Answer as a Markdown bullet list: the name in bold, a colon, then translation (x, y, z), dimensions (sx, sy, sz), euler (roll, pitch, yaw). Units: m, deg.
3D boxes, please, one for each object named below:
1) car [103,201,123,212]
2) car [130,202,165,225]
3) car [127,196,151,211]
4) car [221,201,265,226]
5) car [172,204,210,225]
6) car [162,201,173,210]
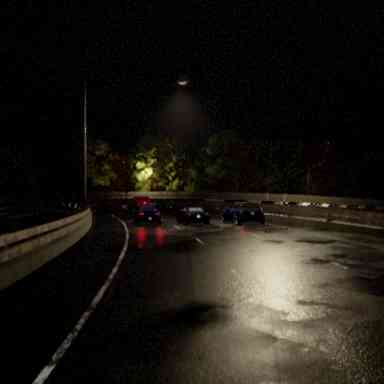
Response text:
- **car**: translation (-11.010, 1.925, 45.995), dimensions (1.882, 1.535, 5.008), euler (0, -1, -26)
- **car**: translation (-3.616, 1.772, 26.322), dimensions (1.812, 1.442, 4.674), euler (0, -1, -15)
- **car**: translation (-7.518, 1.661, 46.989), dimensions (2.150, 2.045, 5.566), euler (0, -1, -27)
- **car**: translation (3.781, 1.563, 25.464), dimensions (2.097, 1.767, 4.553), euler (0, -1, -13)
- **car**: translation (-0.007, 1.796, 26.278), dimensions (1.994, 1.385, 4.181), euler (0, -1, -14)
- **car**: translation (-3.625, 1.990, 46.757), dimensions (1.994, 1.385, 4.181), euler (0, -1, -24)
